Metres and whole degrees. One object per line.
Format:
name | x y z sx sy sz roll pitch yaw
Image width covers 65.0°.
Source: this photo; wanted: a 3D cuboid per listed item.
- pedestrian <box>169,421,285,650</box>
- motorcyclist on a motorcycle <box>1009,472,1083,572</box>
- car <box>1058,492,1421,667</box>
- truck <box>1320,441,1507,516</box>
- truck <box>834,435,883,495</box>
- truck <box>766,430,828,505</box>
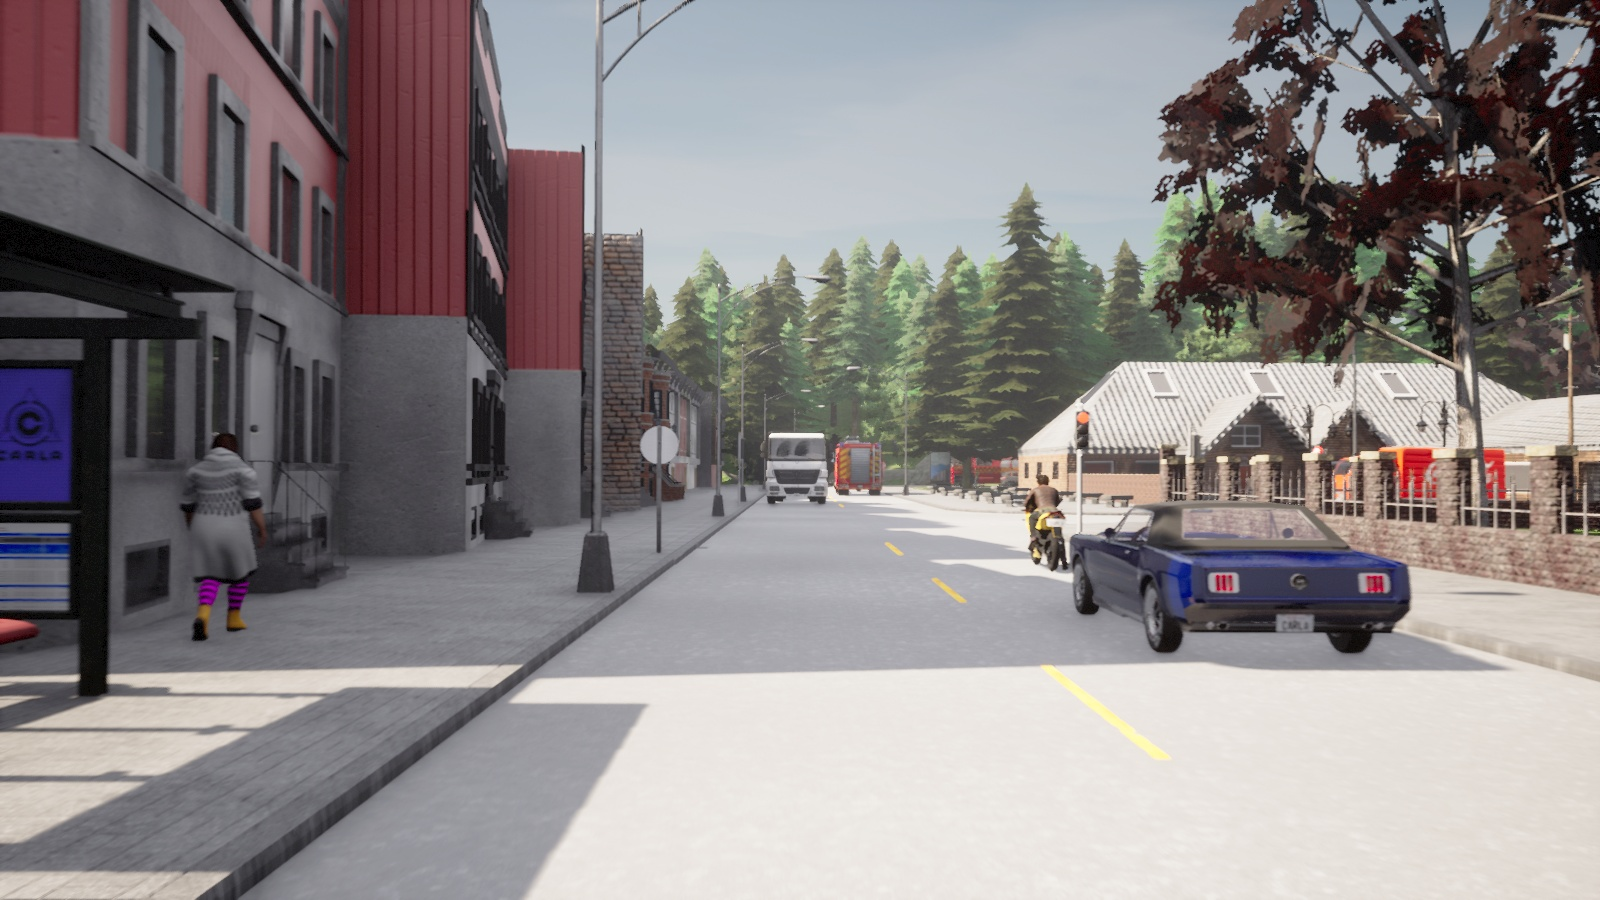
pedestrian | -5.073 0.732 11.171 0.659 1.952 0.873 0 -1 -3
motorcyclist on a motorcycle | 3.947 1.121 20.316 0.797 1.523 2.044 0 -1 0
car | 3.971 1.105 12.323 1.895 1.301 4.718 0 -1 0
truck | 21.082 0.979 43.399 5.204 2.467 2.627 0 -1 4
truck | 3.829 1.046 84.332 2.891 3.827 8.468 0 -1 0
truck | -0.155 0.876 62.300 2.891 3.462 7.936 0 -1 0
